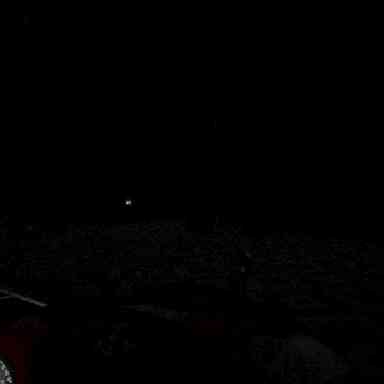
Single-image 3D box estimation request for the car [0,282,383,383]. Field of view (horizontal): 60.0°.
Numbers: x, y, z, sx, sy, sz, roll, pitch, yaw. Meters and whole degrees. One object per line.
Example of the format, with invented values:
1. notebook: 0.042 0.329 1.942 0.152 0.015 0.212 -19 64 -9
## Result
1. car: -0.317 1.580 3.188 4.206 1.307 1.802 0 0 35
